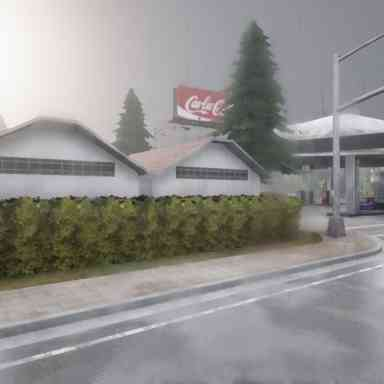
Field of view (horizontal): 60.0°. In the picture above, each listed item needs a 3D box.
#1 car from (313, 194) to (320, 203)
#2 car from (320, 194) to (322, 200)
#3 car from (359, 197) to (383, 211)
[{"bbox_3d":[22.776,1.524,66.195,4.674,1.442,1.812,0,0,-36],"label":"car"},{"bbox_3d":[33.040,1.330,89.523,2.152,1.636,5.027,0,0,-36],"label":"car"},{"bbox_3d":[21.919,1.480,40.042,4.611,1.667,2.242,0,0,-36],"label":"car"}]
